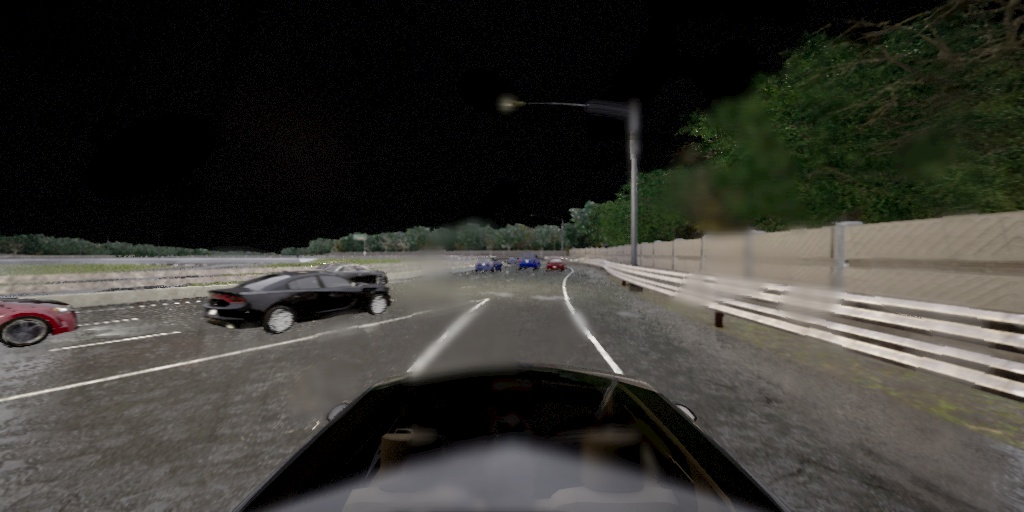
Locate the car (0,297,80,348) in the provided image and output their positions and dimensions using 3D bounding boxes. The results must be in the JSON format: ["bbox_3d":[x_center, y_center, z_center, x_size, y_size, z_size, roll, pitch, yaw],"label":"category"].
[{"bbox_3d":[-11.900,1.269,7.123,1.994,1.385,4.181,0,0,32],"label":"car"}]

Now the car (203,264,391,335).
[{"bbox_3d":[-5.876,1.169,10.606,1.882,1.535,5.008,1,0,28],"label":"car"}]

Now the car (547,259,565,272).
[{"bbox_3d":[5.187,1.034,42.177,1.882,1.535,5.008,0,0,11],"label":"car"}]

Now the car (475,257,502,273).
[{"bbox_3d":[-2.495,0.911,39.429,2.097,1.767,4.553,0,0,12],"label":"car"}]

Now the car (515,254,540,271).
[{"bbox_3d":[2.233,0.758,45.207,2.150,2.045,5.566,0,0,10],"label":"car"}]
